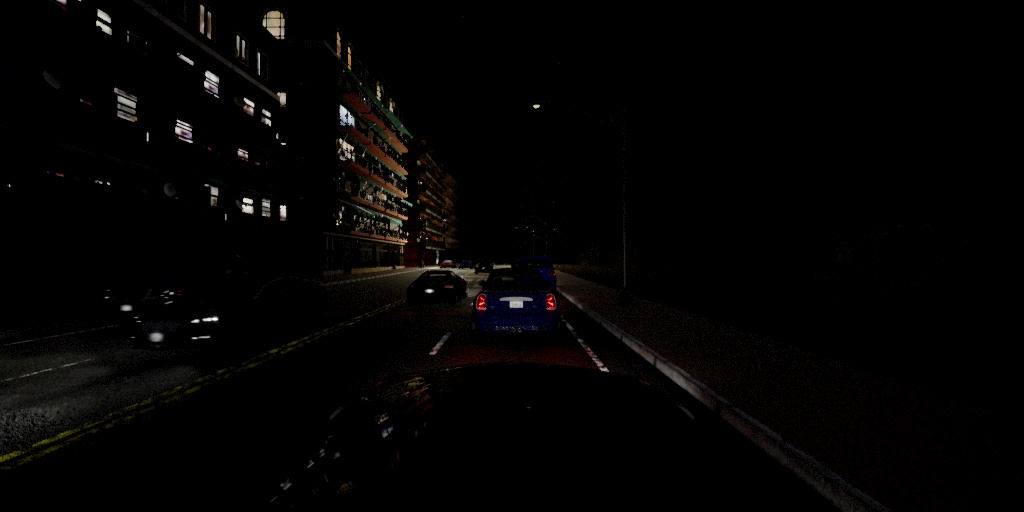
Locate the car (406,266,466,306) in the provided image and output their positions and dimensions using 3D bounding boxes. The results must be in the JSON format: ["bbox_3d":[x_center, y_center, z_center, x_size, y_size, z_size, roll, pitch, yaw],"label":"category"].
[{"bbox_3d":[-3.155,1.316,15.698,1.994,1.385,4.181,0,0,0],"label":"car"}]

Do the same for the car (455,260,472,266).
[{"bbox_3d":[-6.605,1.276,51.940,1.812,1.442,4.674,0,0,0],"label":"car"}]

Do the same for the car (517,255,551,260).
[{"bbox_3d":[1.132,0.977,19.725,2.150,2.045,5.566,0,0,0],"label":"car"}]

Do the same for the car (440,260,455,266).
[{"bbox_3d":[-9.850,1.314,55.289,1.994,1.385,4.181,0,0,0],"label":"car"}]

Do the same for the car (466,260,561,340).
[{"bbox_3d":[0.095,1.103,10.150,2.097,1.767,4.553,0,0,0],"label":"car"}]

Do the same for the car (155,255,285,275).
[{"bbox_3d":[-9.853,0.973,11.924,2.150,2.045,5.566,0,0,0],"label":"car"}]

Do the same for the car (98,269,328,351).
[{"bbox_3d":[-6.603,1.242,9.110,2.128,1.511,4.902,0,0,0],"label":"car"}]

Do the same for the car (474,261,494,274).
[{"bbox_3d":[-3.157,1.315,41.607,1.994,1.385,4.181,0,0,0],"label":"car"}]
